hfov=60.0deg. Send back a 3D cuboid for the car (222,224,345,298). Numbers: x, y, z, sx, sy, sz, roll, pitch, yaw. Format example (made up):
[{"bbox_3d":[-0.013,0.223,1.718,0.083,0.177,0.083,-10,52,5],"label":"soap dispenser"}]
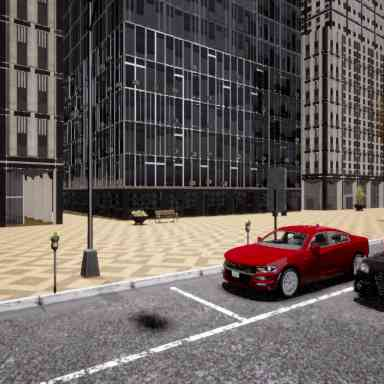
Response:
[{"bbox_3d":[2.774,1.545,8.528,4.507,1.381,1.887,0,0,-35],"label":"car"}]

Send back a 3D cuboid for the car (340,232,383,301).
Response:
[{"bbox_3d":[5.349,1.565,7.180,4.181,1.385,1.994,0,0,-35],"label":"car"}]
